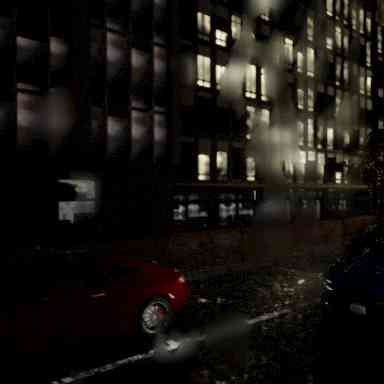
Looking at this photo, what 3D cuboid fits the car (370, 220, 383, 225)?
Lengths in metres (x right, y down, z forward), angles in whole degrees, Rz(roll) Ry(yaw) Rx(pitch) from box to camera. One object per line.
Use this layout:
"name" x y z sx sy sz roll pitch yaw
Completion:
"car" 7.200 1.664 11.874 4.403 1.369 2.008 1 -1 -36

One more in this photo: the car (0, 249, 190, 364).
"car" -1.972 1.612 5.159 4.206 1.307 1.802 1 -1 -36

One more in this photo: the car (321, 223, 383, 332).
"car" 4.568 1.543 6.599 5.008 1.535 1.882 1 -1 -36
